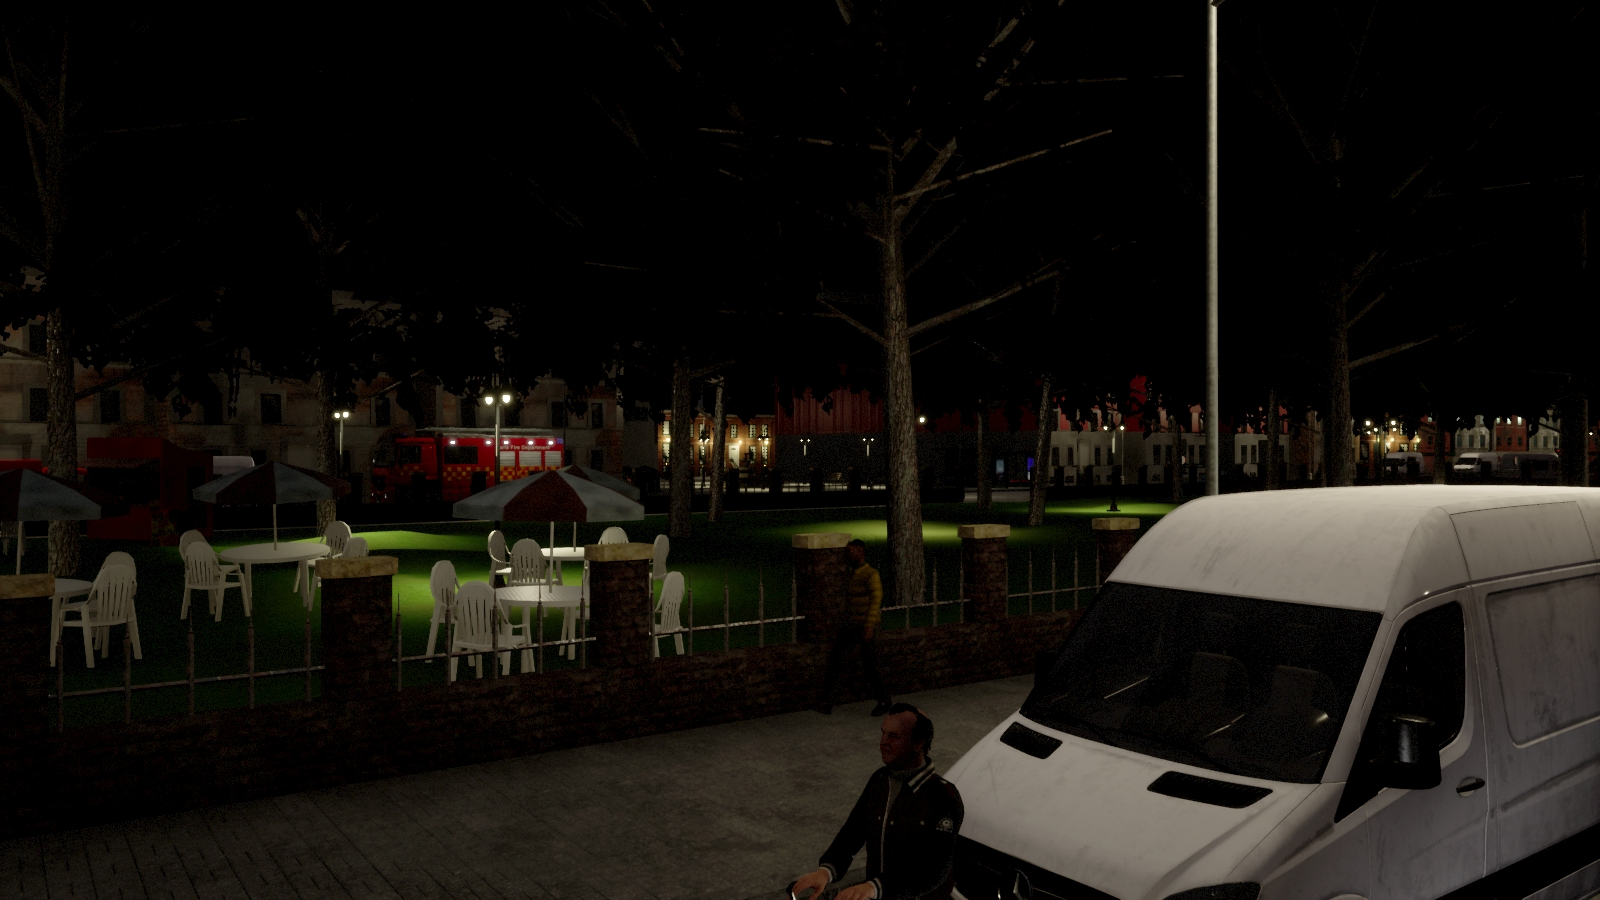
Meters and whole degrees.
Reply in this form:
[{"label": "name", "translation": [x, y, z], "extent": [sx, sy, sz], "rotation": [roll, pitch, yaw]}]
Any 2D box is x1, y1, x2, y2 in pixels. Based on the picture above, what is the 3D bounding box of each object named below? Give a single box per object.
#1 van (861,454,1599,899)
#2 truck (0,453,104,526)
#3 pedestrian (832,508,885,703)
[{"label": "van", "translation": [3.302, 1.314, 6.746], "extent": [5.915, 2.561, 1.988], "rotation": [0, 0, -35]}, {"label": "truck", "translation": [-27.693, 1.348, 40.278], "extent": [5.204, 2.467, 2.627], "rotation": [0, 0, -35]}, {"label": "pedestrian", "translation": [0.579, 1.525, 11.370], "extent": [0.375, 1.860, 0.375], "rotation": [0, 0, -36]}]
